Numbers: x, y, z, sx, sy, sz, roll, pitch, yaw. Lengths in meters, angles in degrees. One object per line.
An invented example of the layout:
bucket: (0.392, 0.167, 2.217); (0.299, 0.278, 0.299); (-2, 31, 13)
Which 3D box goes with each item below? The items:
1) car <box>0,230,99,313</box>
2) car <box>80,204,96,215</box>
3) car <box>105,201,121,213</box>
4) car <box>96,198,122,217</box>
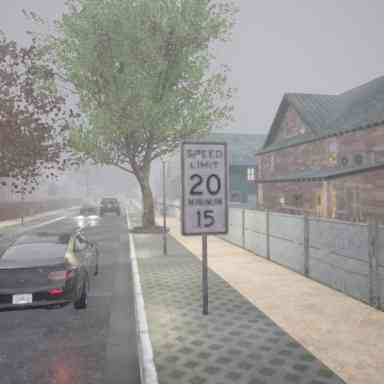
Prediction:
car: (-3.243, 1.615, 7.720); (1.812, 1.442, 4.674); (-1, -1, -11)
car: (-12.888, 2.136, 41.656); (1.895, 1.301, 4.718); (-1, -1, -11)
car: (-11.349, 2.116, 47.932); (2.033, 1.411, 5.357); (-1, -1, -11)
car: (-9.276, 1.671, 37.890); (2.150, 2.045, 5.566); (-1, -1, -11)
